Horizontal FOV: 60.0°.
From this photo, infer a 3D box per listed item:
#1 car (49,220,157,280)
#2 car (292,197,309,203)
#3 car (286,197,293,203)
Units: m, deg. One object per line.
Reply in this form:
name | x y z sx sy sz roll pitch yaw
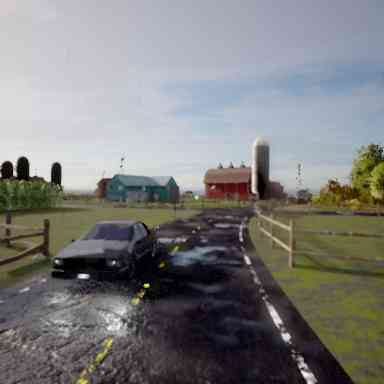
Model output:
car | -2.347 1.605 10.421 2.033 1.411 5.357 0 0 4
car | 28.293 2.209 86.627 1.812 1.442 4.674 0 0 30
car | 26.897 2.090 89.681 2.097 1.767 4.553 0 0 30
